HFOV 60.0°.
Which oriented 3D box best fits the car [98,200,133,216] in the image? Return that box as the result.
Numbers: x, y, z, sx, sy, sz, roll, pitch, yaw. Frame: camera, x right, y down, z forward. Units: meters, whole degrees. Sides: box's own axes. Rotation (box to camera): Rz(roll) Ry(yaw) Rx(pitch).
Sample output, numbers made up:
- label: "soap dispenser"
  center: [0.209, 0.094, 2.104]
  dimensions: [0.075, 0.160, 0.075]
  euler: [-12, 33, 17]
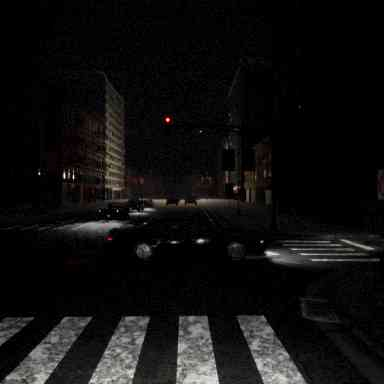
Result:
- label: "car"
  center: [-6.715, 1.600, 28.951]
  dimensions: [1.895, 1.301, 4.718]
  euler: [0, 0, 0]

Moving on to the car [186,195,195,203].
- label: "car"
  center: [-0.273, 1.464, 68.332]
  dimensions: [1.882, 1.535, 5.008]
  euler: [0, 0, 0]

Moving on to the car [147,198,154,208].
- label: "car"
  center: [-6.787, 1.594, 48.778]
  dimensions: [1.895, 1.301, 4.718]
  euler: [0, 0, 0]

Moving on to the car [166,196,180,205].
- label: "car"
  center: [-3.381, 1.468, 57.883]
  dimensions: [1.882, 1.535, 5.008]
  euler: [0, 0, 0]

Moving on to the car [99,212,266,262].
- label: "car"
  center: [-0.253, 1.548, 11.579]
  dimensions: [5.357, 1.411, 2.033]
  euler: [0, 0, -1]

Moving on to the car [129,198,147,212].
- label: "car"
  center: [-6.751, 1.522, 38.740]
  dimensions: [1.812, 1.442, 4.674]
  euler: [0, 0, 0]

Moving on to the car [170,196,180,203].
- label: "car"
  center: [-3.445, 1.587, 69.884]
  dimensions: [1.895, 1.301, 4.718]
  euler: [0, 0, 0]

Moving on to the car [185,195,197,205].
- label: "car"
  center: [-0.233, 1.342, 58.300]
  dimensions: [2.097, 1.767, 4.553]
  euler: [0, 0, 0]
